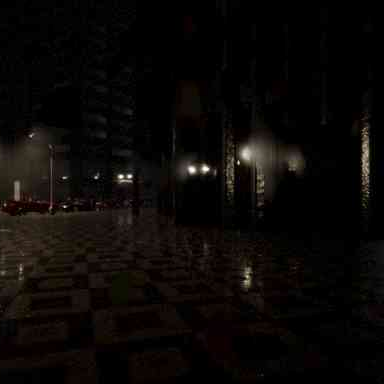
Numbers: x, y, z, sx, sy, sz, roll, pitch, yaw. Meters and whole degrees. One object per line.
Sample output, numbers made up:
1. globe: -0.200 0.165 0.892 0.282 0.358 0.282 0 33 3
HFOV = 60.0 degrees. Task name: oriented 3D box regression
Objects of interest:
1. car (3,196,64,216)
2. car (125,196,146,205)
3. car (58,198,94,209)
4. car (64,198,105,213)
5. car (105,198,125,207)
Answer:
1. car: -15.399 1.323 31.953 2.192 1.841 5.009 0 0 35
2. car: -9.542 1.429 55.371 1.967 1.590 4.097 0 0 35
3. car: -15.967 1.540 46.101 1.887 1.381 4.507 0 0 35
4. car: -12.186 1.571 36.589 1.947 1.339 4.313 0 0 35
5. car: -12.754 1.574 50.736 1.802 1.307 4.206 0 0 35
